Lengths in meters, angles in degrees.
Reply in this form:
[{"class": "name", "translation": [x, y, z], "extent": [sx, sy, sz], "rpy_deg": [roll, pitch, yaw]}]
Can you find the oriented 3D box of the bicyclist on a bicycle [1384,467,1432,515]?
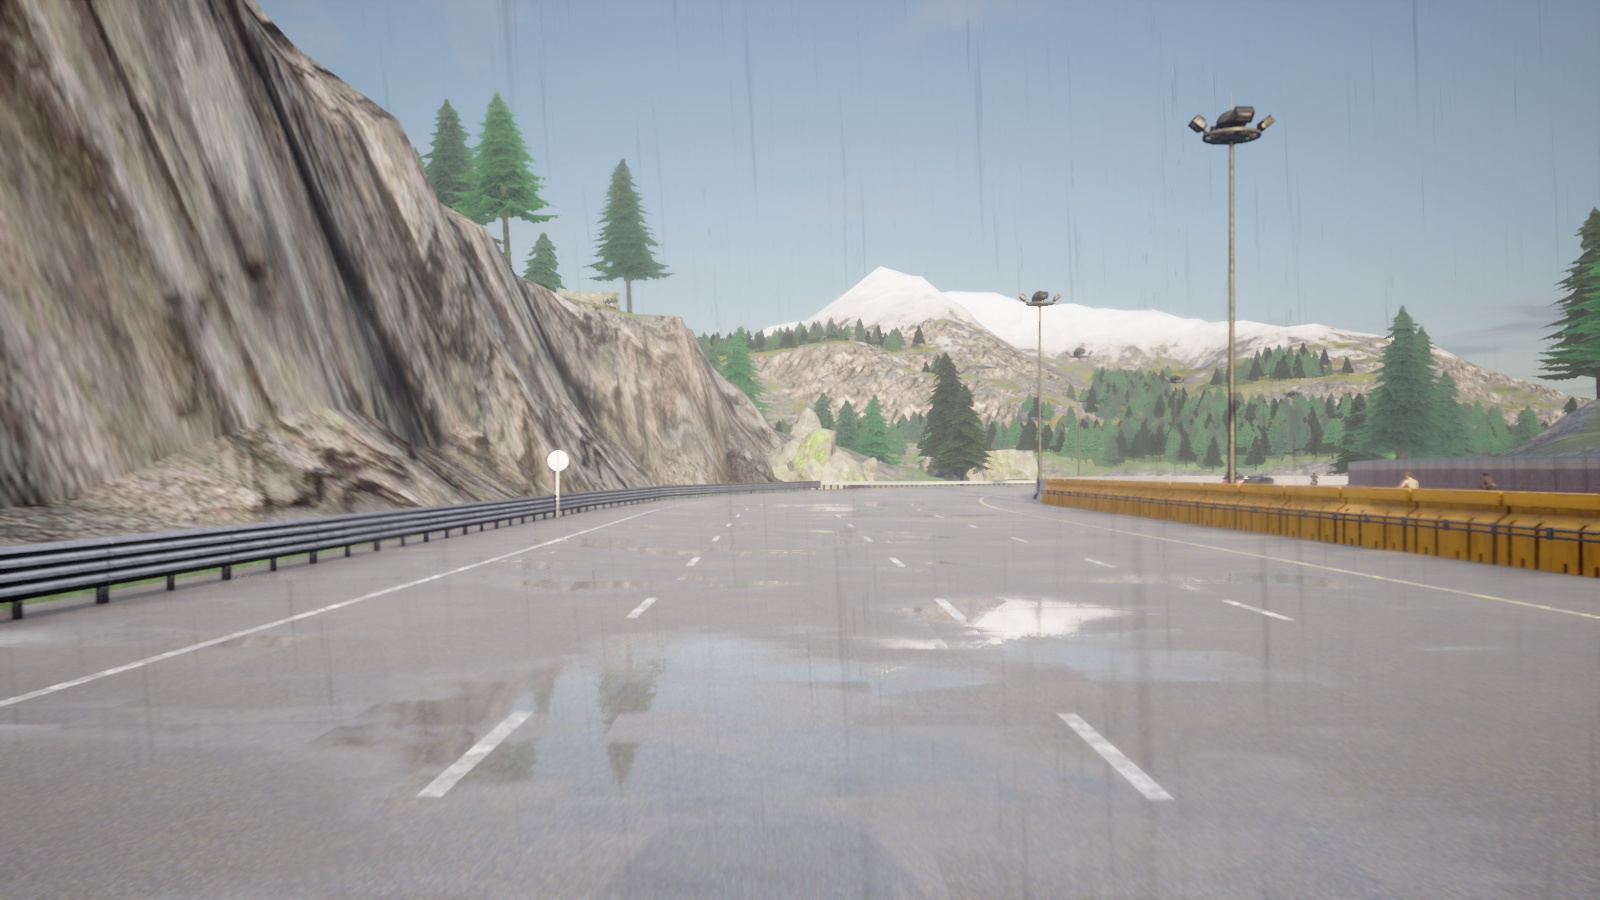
[{"class": "bicyclist on a bicycle", "translation": [20.628, 1.383, 42.657], "extent": [0.866, 1.612, 1.509], "rpy_deg": [0, -1, 0]}]
